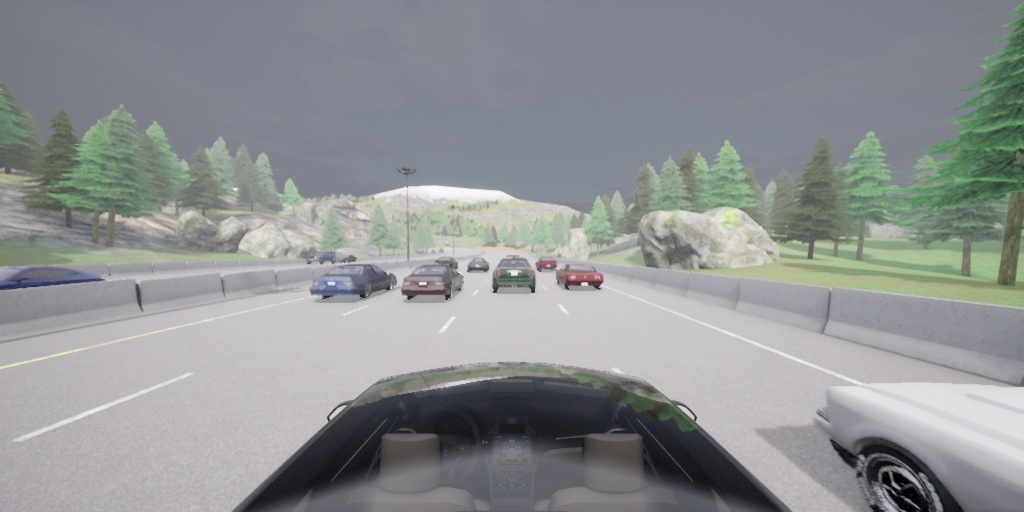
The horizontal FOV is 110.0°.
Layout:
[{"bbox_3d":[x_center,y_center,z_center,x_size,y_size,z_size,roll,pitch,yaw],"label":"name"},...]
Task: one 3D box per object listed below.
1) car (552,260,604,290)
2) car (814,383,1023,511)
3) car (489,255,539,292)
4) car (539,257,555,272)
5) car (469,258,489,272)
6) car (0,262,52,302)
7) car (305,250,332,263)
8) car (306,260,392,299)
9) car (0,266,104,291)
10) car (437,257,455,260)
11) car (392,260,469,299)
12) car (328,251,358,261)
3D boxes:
[{"bbox_3d":[3.606,1.073,19.956,1.895,1.301,4.718,0,1,0],"label":"car"},{"bbox_3d":[3.600,1.364,0.987,1.895,1.301,4.718,0,1,0],"label":"car"},{"bbox_3d":[0.106,0.836,18.925,2.097,1.767,4.553,0,1,0],"label":"car"},{"bbox_3d":[3.611,0.804,37.894,1.882,1.535,5.008,0,0,0],"label":"car"},{"bbox_3d":[-3.389,0.895,36.789,1.994,1.385,4.181,0,0,0],"label":"car"},{"bbox_3d":[-21.095,1.049,13.163,2.128,1.511,4.902,0,1,0],"label":"car"},{"bbox_3d":[-27.984,0.183,52.802,2.150,2.045,5.566,0,0,0],"label":"car"},{"bbox_3d":[-6.895,1.065,16.198,2.033,1.411,5.357,0,1,0],"label":"car"},{"bbox_3d":[-17.596,1.089,12.788,1.812,1.442,4.674,0,1,0],"label":"car"},{"bbox_3d":[-6.888,0.803,37.878,1.882,1.535,5.008,0,0,0],"label":"car"},{"bbox_3d":[-3.394,1.066,16.124,2.033,1.411,5.357,0,1,0],"label":"car"},{"bbox_3d":[-24.484,0.435,52.833,1.882,1.535,5.008,0,0,0],"label":"car"}]
